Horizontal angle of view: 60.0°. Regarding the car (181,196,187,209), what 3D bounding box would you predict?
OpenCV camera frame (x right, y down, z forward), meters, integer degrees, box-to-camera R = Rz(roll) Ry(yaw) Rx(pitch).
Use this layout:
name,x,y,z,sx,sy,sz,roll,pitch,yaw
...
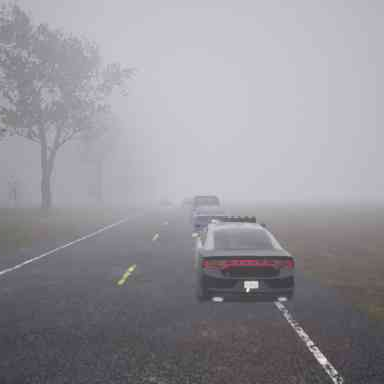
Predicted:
name,x,y,z,sx,sy,sz,roll,pitch,yaw
car,-0.367,1.382,45.836,2.097,1.767,4.553,0,0,0

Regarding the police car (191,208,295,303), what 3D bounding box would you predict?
name,x,y,z,sx,sy,sz,roll,pitch,yaw
police car,1.034,1.426,8.427,1.930,1.638,5.238,0,0,0

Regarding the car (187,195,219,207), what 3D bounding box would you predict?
name,x,y,z,sx,sy,sz,roll,pitch,yaw
car,0.933,1.233,24.364,2.150,2.045,5.566,0,0,-1

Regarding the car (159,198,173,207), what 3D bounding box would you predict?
name,x,y,z,sx,sy,sz,roll,pitch,yaw
car,-4.023,1.601,52.407,1.994,1.385,4.181,0,0,-1

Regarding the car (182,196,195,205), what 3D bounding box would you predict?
name,x,y,z,sx,sy,sz,roll,pitch,yaw
car,-0.638,1.537,58.885,2.128,1.511,4.902,0,0,-1

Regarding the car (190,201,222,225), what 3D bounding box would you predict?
name,x,y,z,sx,sy,sz,roll,pitch,yaw
car,0.981,1.483,18.327,1.882,1.535,5.008,0,0,0
